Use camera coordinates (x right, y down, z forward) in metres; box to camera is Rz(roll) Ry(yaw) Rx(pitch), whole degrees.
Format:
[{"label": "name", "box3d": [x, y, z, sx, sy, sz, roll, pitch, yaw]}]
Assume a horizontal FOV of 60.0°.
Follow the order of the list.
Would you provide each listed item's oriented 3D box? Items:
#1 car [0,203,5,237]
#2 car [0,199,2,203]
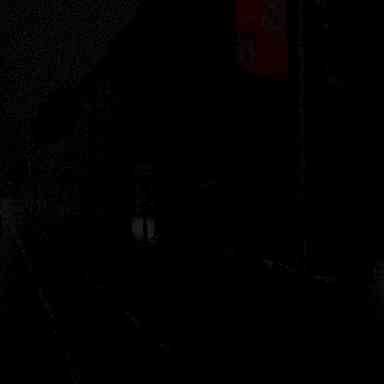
[{"label": "car", "box3d": [-10.908, 1.529, 17.318, 2.033, 1.411, 5.357, 0, 0, -30]}, {"label": "car", "box3d": [-24.249, 1.211, 40.189, 2.097, 1.767, 4.553, 0, 0, -30]}]
